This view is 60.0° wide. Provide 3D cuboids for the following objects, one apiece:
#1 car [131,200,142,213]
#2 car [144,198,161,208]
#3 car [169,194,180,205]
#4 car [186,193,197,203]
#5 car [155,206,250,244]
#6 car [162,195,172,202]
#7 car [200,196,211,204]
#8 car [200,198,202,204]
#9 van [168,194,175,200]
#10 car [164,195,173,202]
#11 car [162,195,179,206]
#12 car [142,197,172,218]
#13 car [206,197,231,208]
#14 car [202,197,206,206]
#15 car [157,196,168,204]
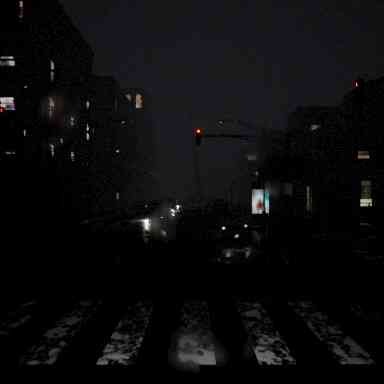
[{"bbox_3d":[-5.763,1.561,37.501,2.008,1.369,4.403,0,0,0],"label":"car"},{"bbox_3d":[-5.784,1.571,48.895,2.008,1.369,4.403,0,0,0],"label":"car"},{"bbox_3d":[-3.166,1.508,58.221,1.882,1.535,5.008,0,0,0],"label":"car"},{"bbox_3d":[-0.037,1.269,70.640,2.150,2.045,5.566,0,0,0],"label":"car"},{"bbox_3d":[0.468,1.589,16.138,1.895,1.301,4.718,0,1,-41],"label":"car"},{"bbox_3d":[-5.837,1.497,77.377,1.967,1.590,4.097,0,0,0],"label":"car"},{"bbox_3d":[2.566,1.591,66.012,2.008,1.369,4.403,-1,0,0],"label":"car"},{"bbox_3d":[2.597,1.571,48.923,2.008,1.369,4.403,0,0,0],"label":"car"},{"bbox_3d":[-5.868,1.430,94.468,1.690,1.788,3.998,-1,0,0],"label":"van"},{"bbox_3d":[-5.846,1.592,82.904,1.752,1.417,4.829,-1,0,0],"label":"car"},{"bbox_3d":[-3.177,1.524,45.382,1.837,1.490,4.892,0,-1,0],"label":"car"},{"bbox_3d":[-3.156,1.483,30.877,1.882,1.535,5.008,0,0,0],"label":"car"},{"bbox_3d":[2.627,1.446,31.832,1.967,1.590,4.097,0,0,0],"label":"car"},{"bbox_3d":[2.607,1.597,43.225,1.802,1.307,4.206,0,0,0],"label":"car"},{"bbox_3d":[-5.814,1.565,65.815,1.752,1.417,4.829,0,0,0],"label":"car"}]
